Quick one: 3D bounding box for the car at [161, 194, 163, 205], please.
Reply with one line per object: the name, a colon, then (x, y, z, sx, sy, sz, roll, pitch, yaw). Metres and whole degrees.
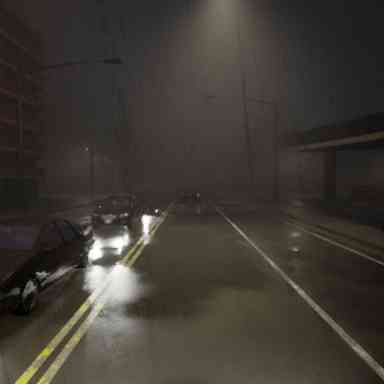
car: (-3.728, 0.538, 30.319, 2.128, 1.511, 4.902, 0, 2, 0)

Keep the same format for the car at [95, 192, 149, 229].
car: (-3.697, 0.953, 17.080, 2.128, 1.511, 4.902, 0, 2, 0)

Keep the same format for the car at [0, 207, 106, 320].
car: (-3.643, 1.315, 7.281, 2.033, 1.411, 5.357, 0, 2, 0)

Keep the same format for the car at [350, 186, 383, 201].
car: (20.051, 0.149, 36.641, 4.611, 1.667, 2.242, 0, 2, 1)

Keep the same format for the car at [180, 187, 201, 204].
car: (-0.132, 0.252, 35.057, 2.097, 1.767, 4.553, 0, 2, 0)

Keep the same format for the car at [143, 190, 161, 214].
car: (-3.644, 0.816, 24.028, 1.994, 1.385, 4.181, 0, 2, 0)
